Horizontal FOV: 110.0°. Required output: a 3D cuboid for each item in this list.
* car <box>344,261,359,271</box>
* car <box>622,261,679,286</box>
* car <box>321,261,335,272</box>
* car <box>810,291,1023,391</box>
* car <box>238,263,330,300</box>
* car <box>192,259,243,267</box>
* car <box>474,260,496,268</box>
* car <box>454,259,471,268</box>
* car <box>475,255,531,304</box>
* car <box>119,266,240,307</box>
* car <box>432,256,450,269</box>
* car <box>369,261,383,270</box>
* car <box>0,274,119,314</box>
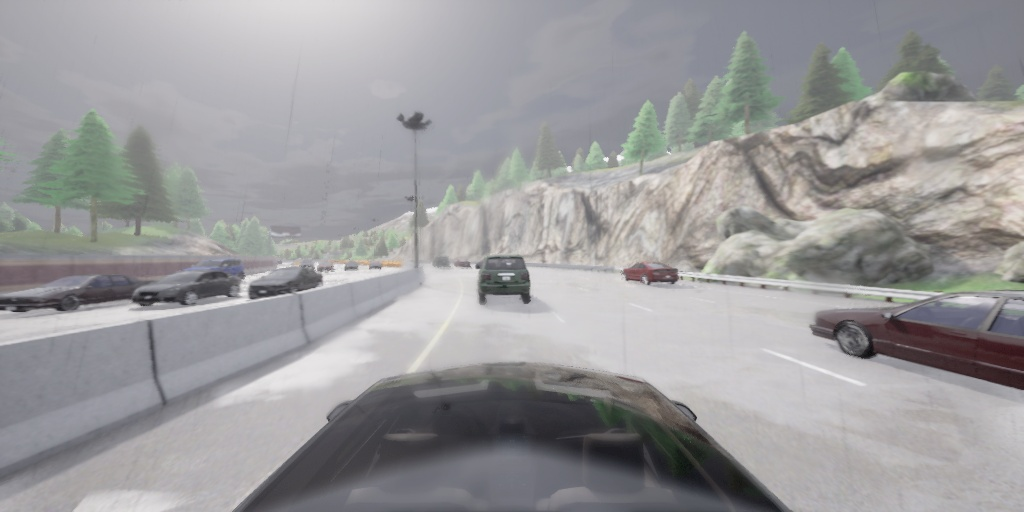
[{"bbox_3d":[-25.002,1.556,56.087,1.837,1.490,4.892,0,0,-22],"label":"car"},{"bbox_3d":[9.162,1.120,24.254,1.882,1.535,5.008,0,0,-8],"label":"car"},{"bbox_3d":[-28.028,1.556,54.202,1.882,1.535,5.008,-1,0,-22],"label":"car"},{"bbox_3d":[7.378,1.211,5.149,2.033,1.411,5.357,-1,0,-3],"label":"car"},{"bbox_3d":[-11.644,1.363,18.803,1.882,1.535,5.008,-1,0,-7],"label":"car"},{"bbox_3d":[-23.893,1.253,28.943,2.150,2.045,5.566,-1,0,-12],"label":"car"},{"bbox_3d":[-4.799,1.352,63.365,2.033,1.411,5.357,-1,0,-25],"label":"car"},{"bbox_3d":[-8.785,1.329,63.254,1.882,1.535,5.008,0,0,-23],"label":"car"},{"bbox_3d":[-0.490,0.976,16.656,2.150,2.045,5.566,0,0,-6],"label":"car"},{"bbox_3d":[-14.946,1.430,16.856,1.837,1.490,4.892,0,0,-7],"label":"car"},{"bbox_3d":[-12.452,1.115,62.924,2.150,2.045,5.566,0,0,-23],"label":"car"},{"bbox_3d":[-22.252,1.556,58.611,2.033,1.411,5.357,-1,0,-23],"label":"car"},{"bbox_3d":[-18.294,1.511,15.561,2.033,1.411,5.357,-1,0,-6],"label":"car"}]
